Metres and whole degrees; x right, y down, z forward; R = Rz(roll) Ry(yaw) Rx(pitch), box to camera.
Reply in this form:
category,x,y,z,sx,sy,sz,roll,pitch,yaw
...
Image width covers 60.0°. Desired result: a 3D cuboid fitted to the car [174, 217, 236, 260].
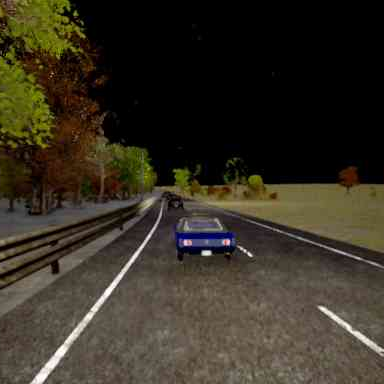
category,x,y,z,sx,sy,sz,roll,pitch,yaw
car,0.279,1.602,12.518,1.895,1.301,4.718,0,0,-5

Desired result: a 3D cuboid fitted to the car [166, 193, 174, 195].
category,x,y,z,sx,sy,sz,roll,pitch,yaw
car,-4.051,1.515,66.769,1.837,1.490,4.892,0,0,-5

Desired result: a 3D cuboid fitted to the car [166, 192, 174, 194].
category,x,y,z,sx,sy,sz,roll,pitch,yaw
car,-6.010,1.454,91.305,1.812,1.442,4.674,0,0,-5

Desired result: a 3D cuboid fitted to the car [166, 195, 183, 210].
category,x,y,z,sx,sy,sz,roll,pitch,yaw
car,-2.128,1.480,42.691,1.882,1.535,5.008,0,0,-5
